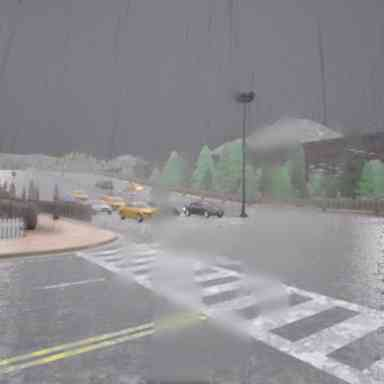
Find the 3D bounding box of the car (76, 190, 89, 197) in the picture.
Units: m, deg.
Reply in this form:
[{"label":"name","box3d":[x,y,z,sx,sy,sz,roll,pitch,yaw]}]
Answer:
[{"label":"car","box3d":[-16.969,0.604,50.024,1.882,1.535,5.008,1,5,-37]}]

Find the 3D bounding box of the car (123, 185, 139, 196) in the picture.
[{"label":"car","box3d":[-12.215,0.154,61.476,1.895,1.301,4.718,1,6,-37]}]

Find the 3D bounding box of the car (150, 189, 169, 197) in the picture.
[{"label":"car","box3d":[-6.372,0.152,65.354,2.128,1.511,4.902,1,6,-37]}]

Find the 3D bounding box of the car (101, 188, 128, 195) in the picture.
[{"label":"car","box3d":[-11.782,0.842,48.922,2.097,1.767,4.553,1,4,-37]}]

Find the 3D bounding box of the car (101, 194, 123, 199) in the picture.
[{"label":"car","box3d":[-9.185,1.440,39.643,1.882,1.535,5.008,1,2,-37]}]

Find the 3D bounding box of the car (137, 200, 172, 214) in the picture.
[{"label":"car","box3d":[-4.501,1.689,39.255,1.895,1.301,4.718,1,1,-37]}]

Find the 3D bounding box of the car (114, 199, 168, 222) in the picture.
[{"label":"car","box3d":[-4.328,1.579,27.444,1.882,1.535,5.008,1,0,-37]}]

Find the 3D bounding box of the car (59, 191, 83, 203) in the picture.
[{"label":"car","box3d":[-16.246,1.042,43.204,1.882,1.535,5.008,1,3,-37]}]

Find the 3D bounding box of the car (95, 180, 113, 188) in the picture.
[{"label":"car","box3d":[-18.324,-1.491,69.509,2.150,2.045,5.566,1,7,-37]}]

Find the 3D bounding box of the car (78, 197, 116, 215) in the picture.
[{"label":"car","box3d":[-9.951,1.559,34.883,1.812,1.442,4.674,1,1,-37]}]

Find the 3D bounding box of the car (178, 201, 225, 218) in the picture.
[{"label":"car","box3d":[1.090,1.662,31.887,1.837,1.490,4.892,1,0,-37]}]

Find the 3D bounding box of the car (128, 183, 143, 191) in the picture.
[{"label":"car","box3d":[-12.628,-1.151,73.536,1.882,1.535,5.008,1,7,-37]}]

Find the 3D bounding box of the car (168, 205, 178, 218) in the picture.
[{"label":"car","box3d":[-3.286,1.672,31.863,2.033,1.411,5.357,1,0,-37]}]
